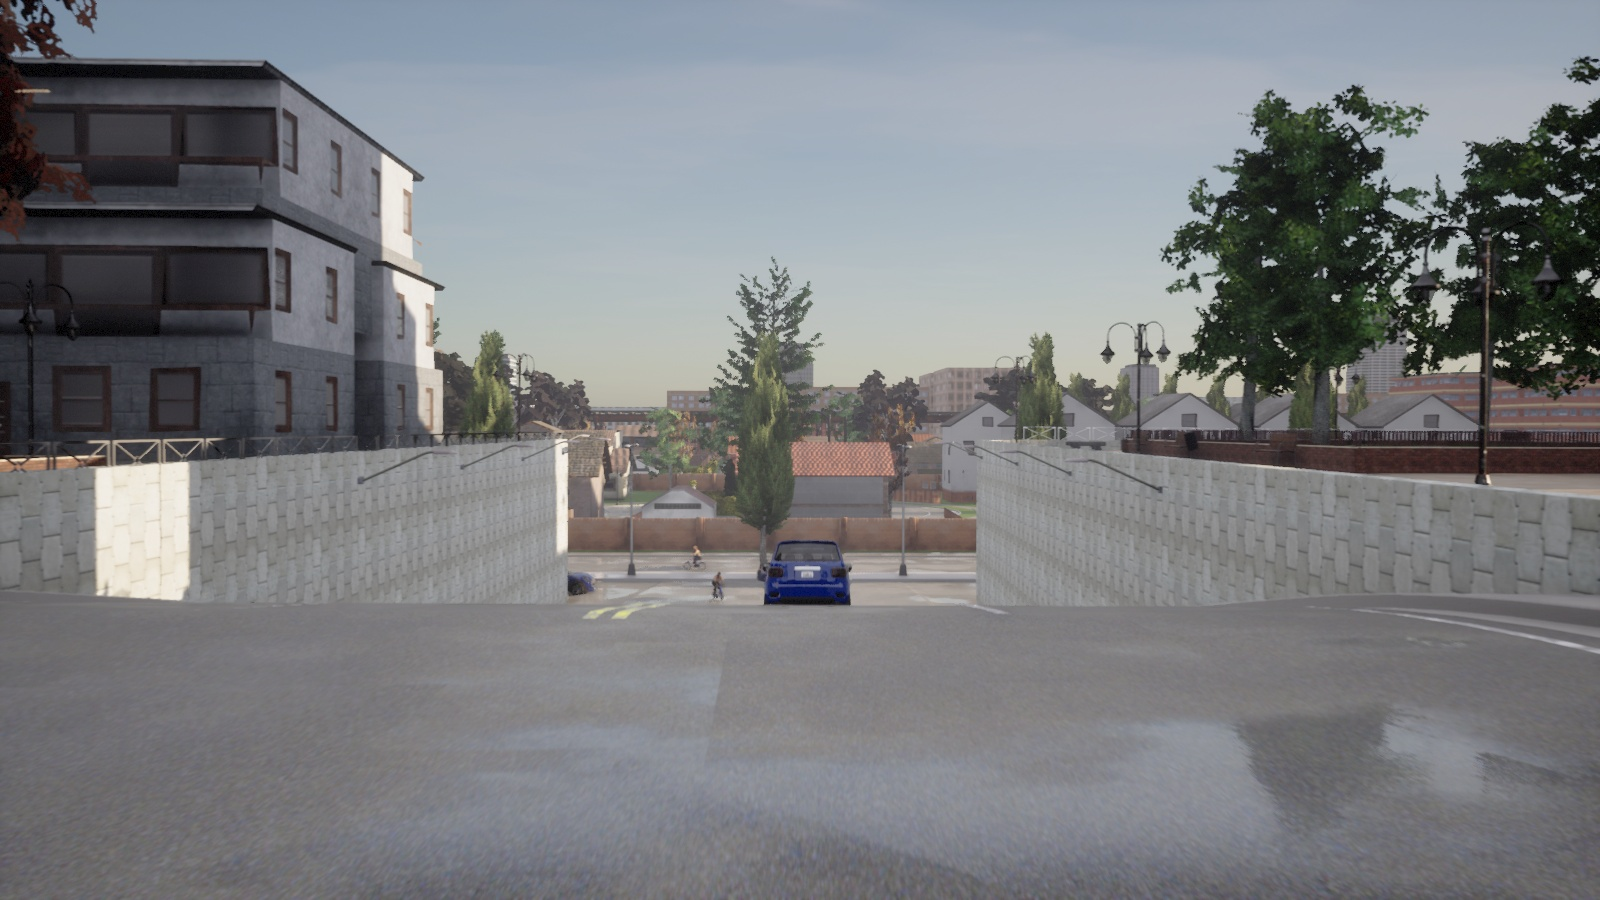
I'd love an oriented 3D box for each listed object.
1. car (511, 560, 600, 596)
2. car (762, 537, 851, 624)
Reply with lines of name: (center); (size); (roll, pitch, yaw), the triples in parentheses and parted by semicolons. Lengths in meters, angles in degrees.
car: (-13.650, 7.160, 70.328); (4.553, 1.767, 2.097); (0, 1, 0)
car: (0.184, 3.543, 33.194); (2.150, 2.045, 5.566); (0, -9, 0)
